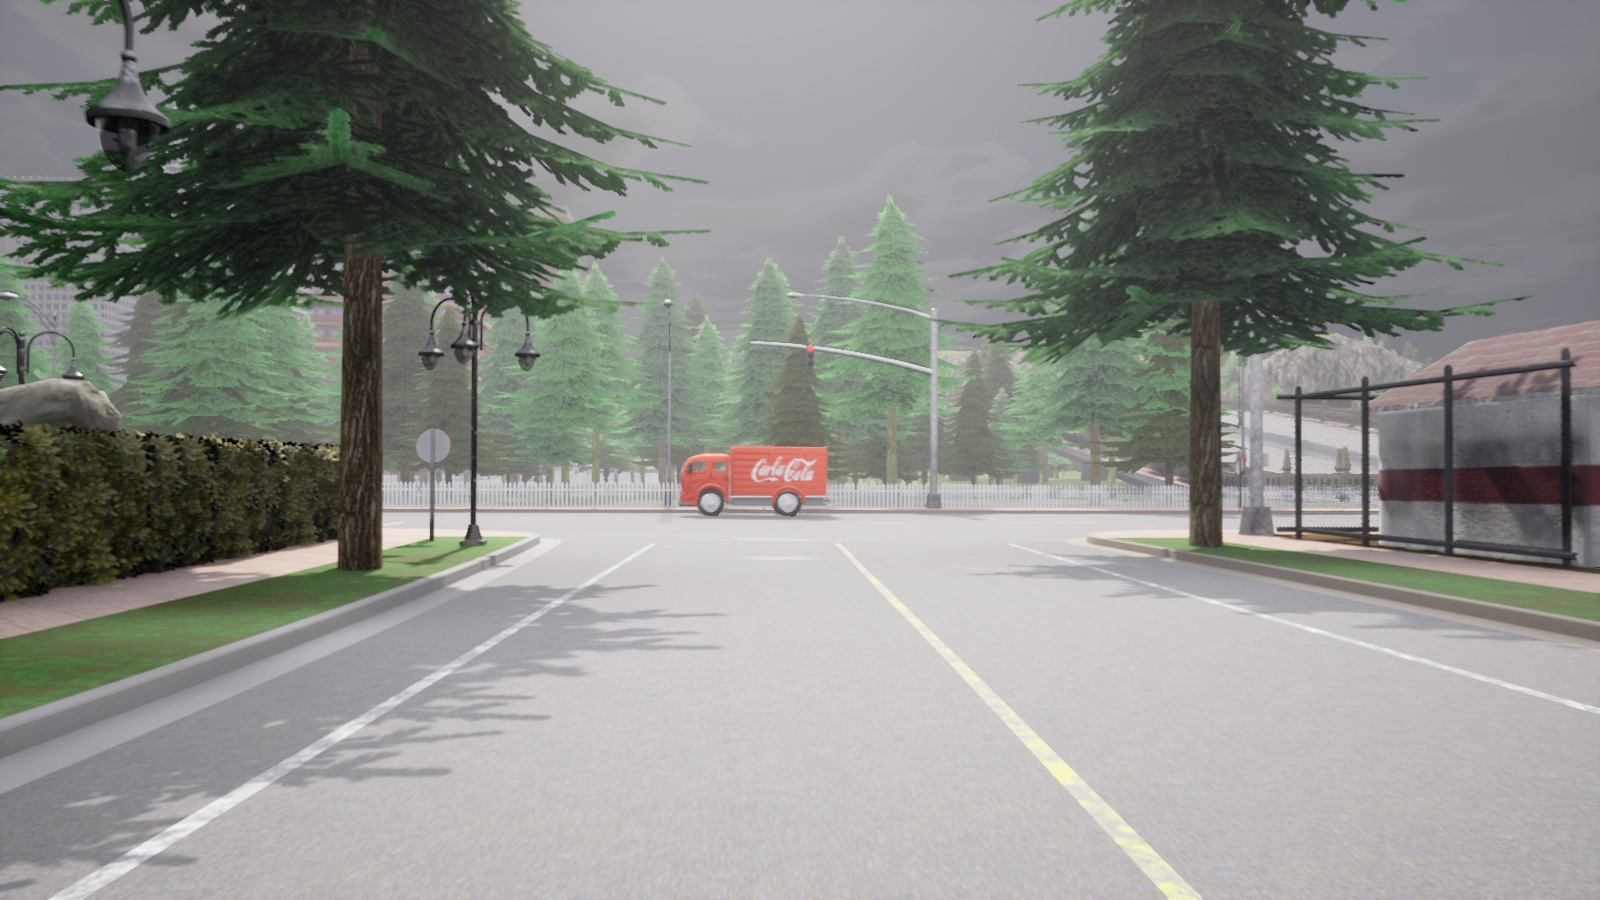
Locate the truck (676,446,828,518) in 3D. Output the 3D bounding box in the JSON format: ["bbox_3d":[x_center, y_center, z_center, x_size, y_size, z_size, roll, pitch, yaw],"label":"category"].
[{"bbox_3d":[-1.710,1.120,44.579,5.204,2.467,2.627,0,-1,-3],"label":"truck"}]
